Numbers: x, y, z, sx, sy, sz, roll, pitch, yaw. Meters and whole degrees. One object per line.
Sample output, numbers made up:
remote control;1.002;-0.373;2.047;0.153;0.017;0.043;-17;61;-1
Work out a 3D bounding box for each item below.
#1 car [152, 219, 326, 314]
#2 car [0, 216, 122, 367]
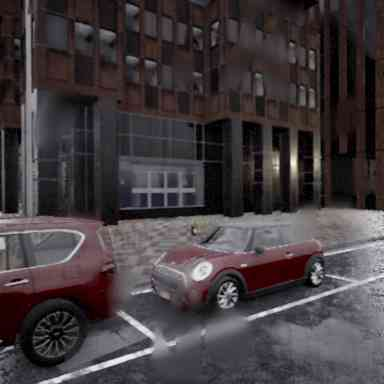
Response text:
car;1.116;1.401;7.451;4.097;1.590;1.967;-1;0;-36
car;-3.378;1.318;4.239;5.009;1.841;2.192;0;0;-36
